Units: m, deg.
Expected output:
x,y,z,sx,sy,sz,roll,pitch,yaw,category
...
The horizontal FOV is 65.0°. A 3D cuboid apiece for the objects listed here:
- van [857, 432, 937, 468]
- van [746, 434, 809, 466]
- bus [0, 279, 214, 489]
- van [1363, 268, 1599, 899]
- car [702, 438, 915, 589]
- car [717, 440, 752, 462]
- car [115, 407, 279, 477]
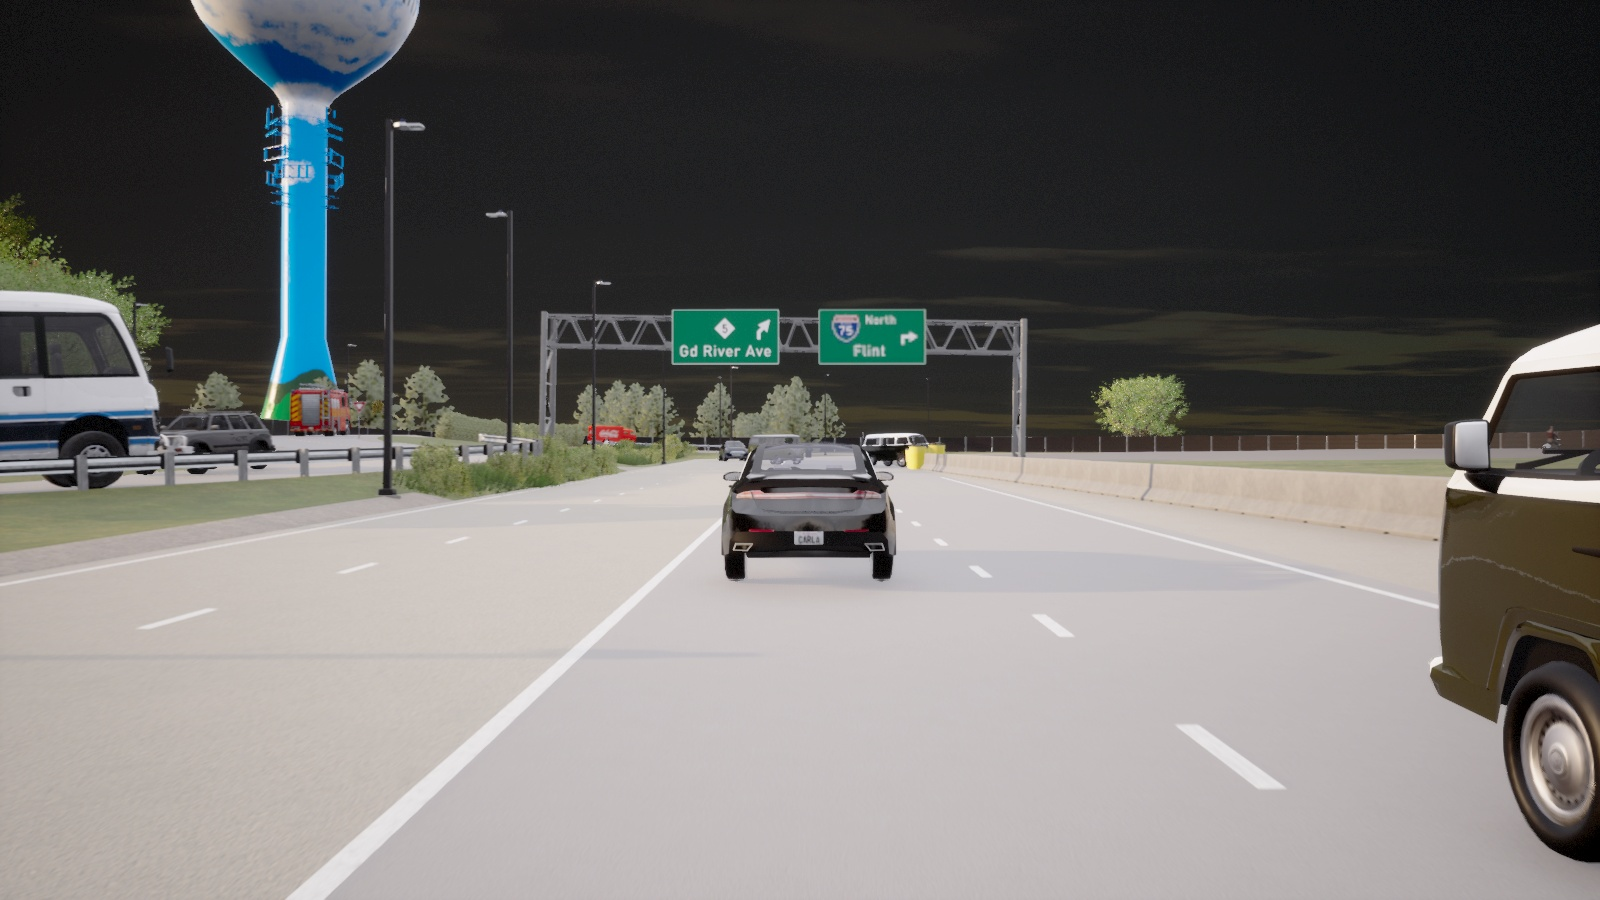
x,y,z,sx,sy,sz,roll,pitch,yaw,category
5.771,0.013,75.272,2.069,2.038,4.480,-1,-1,-44,van
-1.497,-0.025,81.727,1.775,1.987,4.442,0,1,-38,van
-18.384,-1.209,26.151,10.273,4.253,3.944,-4,0,-40,bus
3.535,0.455,3.346,2.069,2.038,4.480,0,0,0,van
0.102,0.619,15.025,2.128,1.511,4.902,0,0,0,car
-5.092,0.040,96.558,2.033,1.649,4.856,0,0,-11,car
-17.386,-0.290,36.493,1.932,1.855,4.605,0,2,10,car
